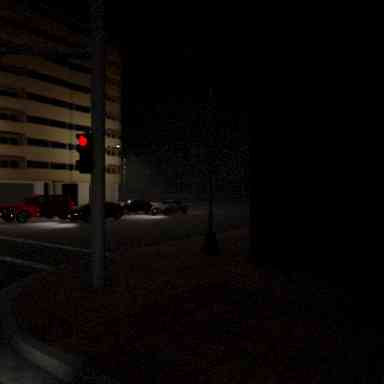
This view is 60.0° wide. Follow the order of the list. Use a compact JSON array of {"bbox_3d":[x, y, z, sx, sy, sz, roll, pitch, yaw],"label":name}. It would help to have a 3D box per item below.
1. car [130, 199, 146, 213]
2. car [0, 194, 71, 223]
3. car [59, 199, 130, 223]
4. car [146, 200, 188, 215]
[{"bbox_3d":[-6.171,1.481,33.908,2.128,1.511,4.902,0,0,35],"label":"car"},{"bbox_3d":[-11.864,1.211,25.782,2.150,2.045,5.566,0,0,35],"label":"car"},{"bbox_3d":[-7.459,1.496,25.976,1.837,1.490,4.892,0,0,35],"label":"car"},{"bbox_3d":[-2.165,1.517,33.517,1.812,1.442,4.674,0,0,35],"label":"car"}]
